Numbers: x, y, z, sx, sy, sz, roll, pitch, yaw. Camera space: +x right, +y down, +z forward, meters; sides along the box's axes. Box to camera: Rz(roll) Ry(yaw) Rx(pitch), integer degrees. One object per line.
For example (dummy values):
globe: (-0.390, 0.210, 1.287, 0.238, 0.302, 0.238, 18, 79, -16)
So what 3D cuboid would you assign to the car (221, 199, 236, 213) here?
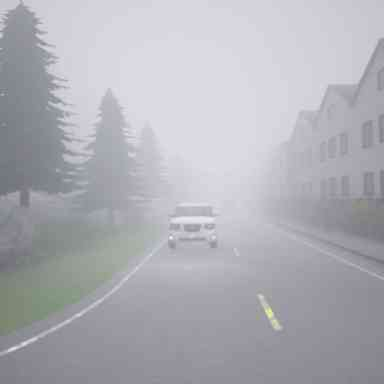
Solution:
car: (5.480, 2.136, 50.609, 2.150, 2.045, 5.566, -1, -1, 3)

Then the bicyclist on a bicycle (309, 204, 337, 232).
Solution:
bicyclist on a bicycle: (7.790, 1.568, 19.850, 1.656, 1.620, 0.582, -1, -1, 3)

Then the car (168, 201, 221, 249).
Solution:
car: (0.147, 1.553, 16.694, 2.150, 2.045, 5.566, -1, -1, 3)

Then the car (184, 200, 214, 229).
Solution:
car: (0.671, 1.753, 27.240, 2.150, 2.045, 5.566, -1, -1, 3)
